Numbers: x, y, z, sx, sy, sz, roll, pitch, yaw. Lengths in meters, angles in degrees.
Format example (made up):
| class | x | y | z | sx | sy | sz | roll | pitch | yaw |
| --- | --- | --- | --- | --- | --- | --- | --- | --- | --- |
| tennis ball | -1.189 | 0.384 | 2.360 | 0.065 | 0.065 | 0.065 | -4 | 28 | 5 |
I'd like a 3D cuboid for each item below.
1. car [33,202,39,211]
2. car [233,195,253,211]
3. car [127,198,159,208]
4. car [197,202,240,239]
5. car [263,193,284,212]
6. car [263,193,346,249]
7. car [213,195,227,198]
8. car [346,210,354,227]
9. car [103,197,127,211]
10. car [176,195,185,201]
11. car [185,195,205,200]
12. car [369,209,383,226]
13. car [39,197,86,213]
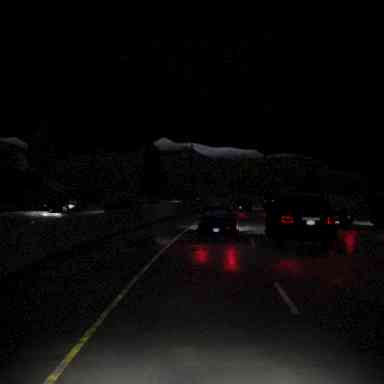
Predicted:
| class | x | y | z | sx | sy | sz | roll | pitch | yaw |
| --- | --- | --- | --- | --- | --- | --- | --- | --- | --- |
| car | -16.084 | 1.367 | 38.374 | 1.837 | 1.490 | 4.892 | 0 | 0 | 14 |
| car | 5.980 | 1.400 | 38.814 | 1.837 | 1.490 | 4.892 | 0 | 0 | 16 |
| car | -5.275 | 1.405 | 38.250 | 1.812 | 1.442 | 4.674 | 0 | 0 | 15 |
| car | 1.346 | 1.478 | 16.889 | 1.812 | 1.442 | 4.674 | 0 | 0 | 7 |
| car | 9.494 | 1.124 | 38.474 | 2.150 | 2.045 | 5.566 | 0 | 0 | 16 |
| car | 4.575 | 1.186 | 14.628 | 2.150 | 2.045 | 5.566 | 0 | 0 | 6 |
| car | 6.538 | 1.322 | 76.088 | 2.033 | 1.411 | 5.357 | 0 | 0 | 28 |
| car | 9.255 | 1.550 | 22.416 | 1.895 | 1.301 | 4.718 | 0 | 0 | 10 |
| car | -8.634 | 1.348 | 39.238 | 1.882 | 1.535 | 5.008 | 0 | 0 | 15 |
| car | -1.930 | 1.316 | 75.235 | 1.994 | 1.385 | 4.181 | 0 | 0 | 28 |
| car | 1.100 | 1.323 | 73.482 | 2.033 | 1.411 | 5.357 | 0 | 0 | 28 |
| car | 12.308 | 1.510 | 19.640 | 2.033 | 1.411 | 5.357 | 0 | 0 | 9 |
| car | -13.280 | 1.422 | 35.272 | 2.033 | 1.411 | 5.357 | 0 | 0 | 13 |
